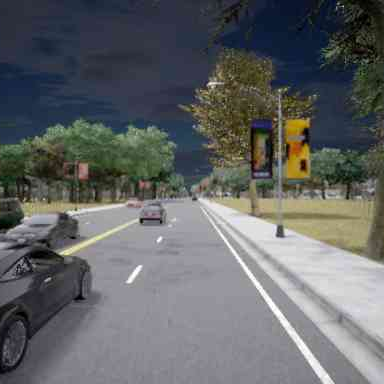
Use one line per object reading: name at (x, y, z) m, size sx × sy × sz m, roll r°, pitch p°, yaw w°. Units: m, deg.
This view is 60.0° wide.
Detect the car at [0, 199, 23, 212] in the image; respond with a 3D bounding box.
car at (-9.840, 1.338, 15.309) m, size 2.150 × 2.045 × 5.566 m, roll 0°, pitch 0°, yaw 0°

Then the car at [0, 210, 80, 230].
car at (-6.593, 1.641, 15.212) m, size 1.812 × 1.442 × 4.674 m, roll 0°, pitch 0°, yaw 0°

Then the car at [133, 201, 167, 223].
car at (-3.137, 1.753, 27.342) m, size 2.033 × 1.411 × 5.357 m, roll 0°, pitch 0°, yaw 0°

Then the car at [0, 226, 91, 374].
car at (-3.153, 1.568, 5.544) m, size 1.812 × 1.442 × 4.674 m, roll 0°, pitch 0°, yaw 0°

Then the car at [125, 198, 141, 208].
car at (-9.781, 1.776, 55.325) m, size 2.097 × 1.767 × 4.553 m, roll 0°, pitch 0°, yaw 0°
